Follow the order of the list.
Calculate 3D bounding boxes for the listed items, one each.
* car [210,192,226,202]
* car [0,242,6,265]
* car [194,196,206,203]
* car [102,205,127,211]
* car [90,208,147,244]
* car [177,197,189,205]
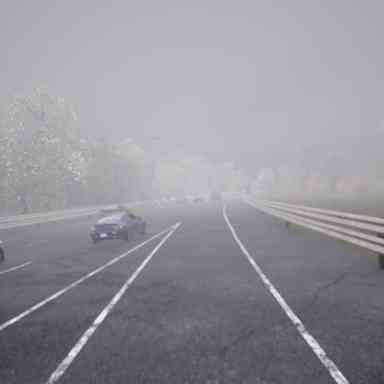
[{"bbox_3d":[5.223,0.961,70.383,2.150,2.045,5.566,-4,0,12],"label":"car"},{"bbox_3d":[-8.230,1.945,10.622,2.097,1.767,4.553,-4,0,7],"label":"car"},{"bbox_3d":[1.650,1.518,70.176,1.837,1.490,4.892,-4,0,12],"label":"car"},{"bbox_3d":[-8.165,2.136,35.746,1.882,1.535,5.008,-4,0,9],"label":"car"},{"bbox_3d":[-3.774,1.799,17.590,1.812,1.442,4.674,-4,0,8],"label":"car"},{"bbox_3d":[-1.949,1.780,70.012,2.128,1.511,4.902,-4,0,12],"label":"car"}]
